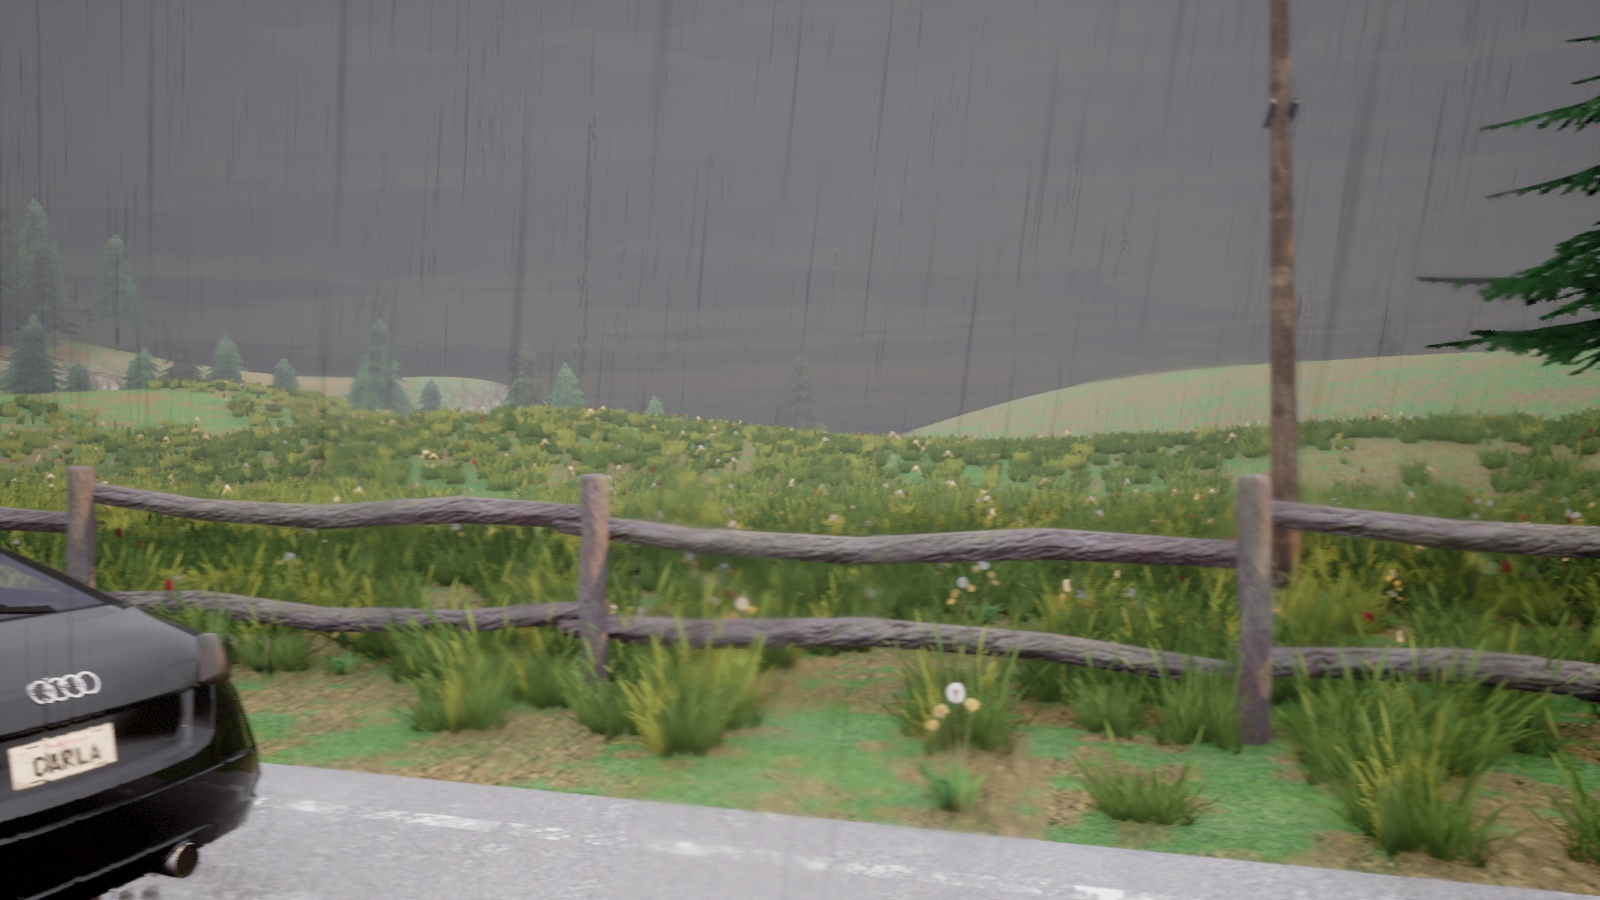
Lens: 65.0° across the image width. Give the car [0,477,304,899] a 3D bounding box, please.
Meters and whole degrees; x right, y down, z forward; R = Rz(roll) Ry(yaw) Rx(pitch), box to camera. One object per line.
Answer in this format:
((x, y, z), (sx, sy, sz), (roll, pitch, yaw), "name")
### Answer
((-4.092, 0.807, 4.254), (4.181, 1.385, 1.994), (1, 1, 19), "car")
